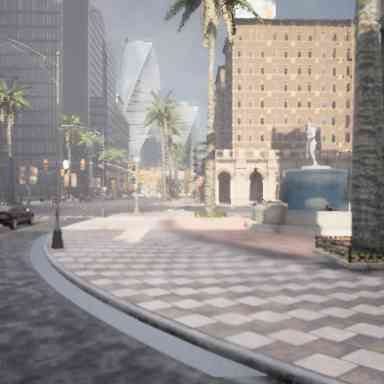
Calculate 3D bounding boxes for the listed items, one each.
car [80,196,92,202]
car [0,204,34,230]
[{"bbox_3d":[-26.319,1.720,82.671,2.161,1.482,4.786,0,0,-1],"label":"car"},{"bbox_3d":[-11.850,1.516,21.525,1.882,1.535,5.008,0,0,-7],"label":"car"}]
